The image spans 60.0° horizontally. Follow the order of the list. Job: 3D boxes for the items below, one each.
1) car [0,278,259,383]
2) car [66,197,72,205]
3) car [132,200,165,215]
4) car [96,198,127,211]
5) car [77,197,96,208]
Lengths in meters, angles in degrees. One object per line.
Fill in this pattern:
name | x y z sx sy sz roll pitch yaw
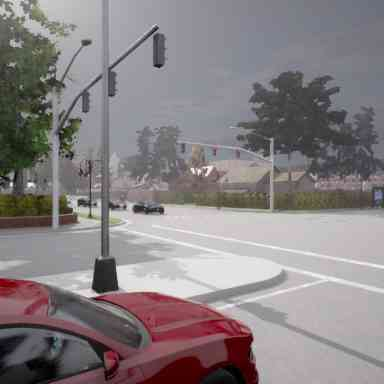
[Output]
car | -1.637 1.478 2.600 5.008 1.535 1.882 0 0 -35
car | -23.210 1.526 60.214 1.812 1.442 4.674 0 0 -35
car | -4.550 1.564 34.394 1.994 1.385 4.181 0 0 -36
car | -9.776 1.492 41.600 2.128 1.511 4.902 0 0 -36
car | -15.709 1.491 49.794 2.128 1.511 4.902 0 0 -36
